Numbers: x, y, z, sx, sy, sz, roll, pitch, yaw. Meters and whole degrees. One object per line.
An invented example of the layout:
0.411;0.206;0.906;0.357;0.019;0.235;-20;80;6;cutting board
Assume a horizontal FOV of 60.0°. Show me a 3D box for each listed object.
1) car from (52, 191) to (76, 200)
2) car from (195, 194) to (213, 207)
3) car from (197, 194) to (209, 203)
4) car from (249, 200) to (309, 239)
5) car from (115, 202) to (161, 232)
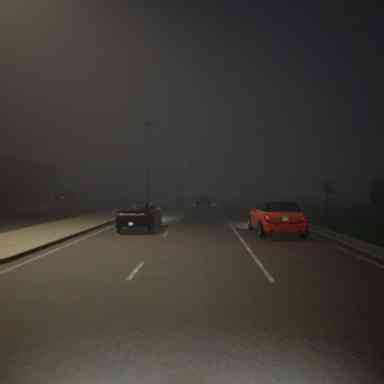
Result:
-17.044;0.595;44.626;1.837;1.490;4.892;0;1;2;car
1.450;1.051;41.280;1.812;1.442;4.674;0;0;1;car
1.804;0.975;54.299;1.895;1.301;4.718;0;1;2;car
4.095;1.170;16.408;2.097;1.767;4.553;0;1;2;car
-2.845;1.271;18.335;2.128;1.511;4.902;0;1;2;car
